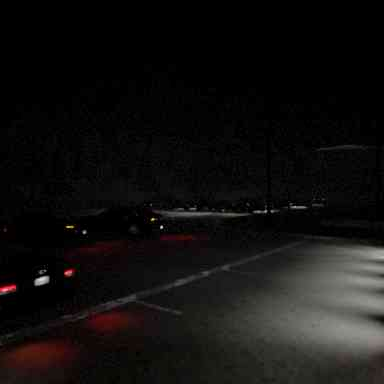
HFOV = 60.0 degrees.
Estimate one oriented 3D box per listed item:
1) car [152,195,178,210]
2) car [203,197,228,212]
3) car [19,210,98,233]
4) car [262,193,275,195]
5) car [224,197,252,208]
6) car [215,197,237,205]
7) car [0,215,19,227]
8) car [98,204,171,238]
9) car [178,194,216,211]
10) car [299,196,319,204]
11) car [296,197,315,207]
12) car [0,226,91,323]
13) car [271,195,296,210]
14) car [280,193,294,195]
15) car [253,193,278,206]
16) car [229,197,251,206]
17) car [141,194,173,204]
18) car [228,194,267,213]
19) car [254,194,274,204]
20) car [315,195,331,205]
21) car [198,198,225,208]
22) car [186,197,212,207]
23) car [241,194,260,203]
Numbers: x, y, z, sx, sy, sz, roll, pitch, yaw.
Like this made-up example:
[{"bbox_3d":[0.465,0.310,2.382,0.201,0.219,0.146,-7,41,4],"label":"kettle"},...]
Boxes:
[{"bbox_3d":[-2.410,1.525,42.989,2.128,1.511,4.902,0,0,36],"label":"car"},{"bbox_3d":[3.736,1.626,39.548,1.895,1.301,4.718,0,0,36],"label":"car"},{"bbox_3d":[-6.855,1.543,14.602,4.674,1.442,1.812,0,0,11],"label":"car"},{"bbox_3d":[9.462,1.247,47.452,2.150,2.045,5.566,0,0,37],"label":"car"},{"bbox_3d":[6.968,1.507,49.962,1.882,1.535,5.008,0,0,36],"label":"car"},{"bbox_3d":[6.162,1.639,60.635,1.895,1.301,4.718,0,0,36],"label":"car"},{"bbox_3d":[-8.770,1.369,11.328,4.553,1.767,2.097,0,0,9],"label":"car"},{"bbox_3d":[-3.861,1.522,17.568,4.892,1.490,1.837,0,-1,17],"label":"car"},{"bbox_3d":[1.093,1.251,41.870,2.150,2.045,5.566,0,0,35],"label":"car"},{"bbox_3d":[22.798,1.588,64.879,4.181,1.385,1.994,0,0,-45],"label":"car"},{"bbox_3d":[17.527,1.585,52.619,1.994,1.385,4.181,0,0,35],"label":"car"},{"bbox_3d":[-4.774,1.557,6.790,5.357,1.411,2.033,0,0,27],"label":"car"},{"bbox_3d":[11.682,1.513,44.555,2.128,1.511,4.902,0,0,36],"label":"car"},{"bbox_3d":[15.775,1.247,56.112,2.150,2.045,5.566,0,0,36],"label":"car"},{"bbox_3d":[12.931,1.251,58.114,2.150,2.045,5.566,0,0,36],"label":"car"},{"bbox_3d":[8.398,1.598,57.826,1.994,1.385,4.181,0,0,36],"label":"car"},{"bbox_3d":[-4.595,1.259,45.950,2.150,2.045,5.566,0,0,35],"label":"car"},{"bbox_3d":[6.320,1.373,37.147,2.097,1.767,4.553,0,0,36],"label":"car"},{"bbox_3d":[14.339,1.386,65.870,2.097,1.767,4.553,0,0,37],"label":"car"},{"bbox_3d":[23.606,1.373,60.409,2.097,1.767,4.553,0,0,40],"label":"car"},{"bbox_3d":[3.033,1.634,50.492,1.895,1.301,4.718,0,0,36],"label":"car"},{"bbox_3d":[1.170,1.543,53.857,1.837,1.490,4.892,0,0,36],"label":"car"},{"bbox_3d":[12.073,1.393,68.624,2.097,1.767,4.553,0,0,37],"label":"car"}]
